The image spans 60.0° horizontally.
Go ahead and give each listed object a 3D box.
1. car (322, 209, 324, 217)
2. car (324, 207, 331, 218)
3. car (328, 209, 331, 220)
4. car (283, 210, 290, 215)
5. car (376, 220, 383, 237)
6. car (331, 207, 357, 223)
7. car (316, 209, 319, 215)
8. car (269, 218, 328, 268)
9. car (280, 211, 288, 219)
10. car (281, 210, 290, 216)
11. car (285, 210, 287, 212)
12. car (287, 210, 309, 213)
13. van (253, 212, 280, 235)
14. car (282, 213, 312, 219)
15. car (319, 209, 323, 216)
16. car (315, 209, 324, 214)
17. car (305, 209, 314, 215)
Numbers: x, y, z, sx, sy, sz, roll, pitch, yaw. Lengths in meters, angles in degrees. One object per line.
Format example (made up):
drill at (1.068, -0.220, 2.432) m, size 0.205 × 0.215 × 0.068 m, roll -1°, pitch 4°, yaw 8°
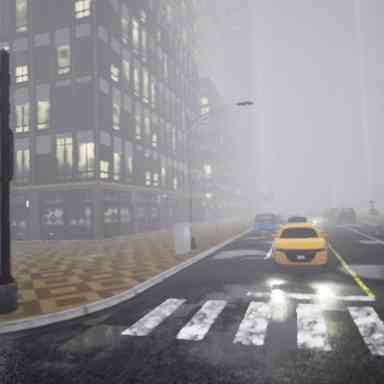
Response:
car at (24.155, 3.827, 57.406) m, size 1.947 × 1.339 × 4.313 m, roll -3°, pitch -3°, yaw 17°
car at (22.496, 3.349, 52.137) m, size 2.192 × 1.841 × 5.009 m, roll -3°, pitch -3°, yaw 17°
car at (20.852, 3.350, 46.841) m, size 1.887 × 1.381 × 4.507 m, roll -3°, pitch -3°, yaw 17°
car at (26.068, 5.659, 91.579) m, size 1.802 × 1.307 × 4.206 m, roll -3°, pitch -3°, yaw 17°
car at (12.622, 2.206, 20.424) m, size 1.887 × 1.381 × 4.507 m, roll -3°, pitch -3°, yaw 17°
car at (19.194, 2.892, 41.571) m, size 2.192 × 1.841 × 5.009 m, roll -3°, pitch -3°, yaw 17°
car at (29.107, 4.496, 73.255) m, size 2.008 × 1.369 × 4.403 m, roll -3°, pitch -3°, yaw 17°
car at (4.503, 2.095, 13.934) m, size 1.882 × 1.535 × 5.008 m, roll -3°, pitch -3°, yaw 17°
car at (11.209, 3.592, 44.035) m, size 1.947 × 1.339 × 4.313 m, roll -3°, pitch -3°, yaw 17°
car at (22.766, 5.204, 81.014) m, size 1.802 × 1.307 × 4.206 m, roll -3°, pitch -3°, yaw 17°
car at (12.860, 3.805, 49.318) m, size 2.008 × 1.369 × 4.403 m, roll -3°, pitch -3°, yaw 17°
car at (14.274, 3.519, 44.901) m, size 1.994 × 1.385 × 4.181 m, roll -3°, pitch -3°, yaw 18°
van at (6.249, 2.682, 28.200) m, size 1.690 × 1.788 × 3.998 m, roll -3°, pitch -3°, yaw 17°
car at (8.318, 2.650, 26.120) m, size 1.837 × 1.490 × 4.892 m, roll -3°, pitch -3°, yaw 17°
car at (25.798, 3.805, 62.702) m, size 2.192 × 1.841 × 5.009 m, roll -3°, pitch -3°, yaw 17°
car at (34.060, 5.194, 89.102) m, size 1.947 × 1.339 × 4.313 m, roll -3°, pitch -3°, yaw 17°
car at (29.137, 4.995, 82.368) m, size 1.994 × 1.385 × 4.181 m, roll -3°, pitch -3°, yaw 17°
